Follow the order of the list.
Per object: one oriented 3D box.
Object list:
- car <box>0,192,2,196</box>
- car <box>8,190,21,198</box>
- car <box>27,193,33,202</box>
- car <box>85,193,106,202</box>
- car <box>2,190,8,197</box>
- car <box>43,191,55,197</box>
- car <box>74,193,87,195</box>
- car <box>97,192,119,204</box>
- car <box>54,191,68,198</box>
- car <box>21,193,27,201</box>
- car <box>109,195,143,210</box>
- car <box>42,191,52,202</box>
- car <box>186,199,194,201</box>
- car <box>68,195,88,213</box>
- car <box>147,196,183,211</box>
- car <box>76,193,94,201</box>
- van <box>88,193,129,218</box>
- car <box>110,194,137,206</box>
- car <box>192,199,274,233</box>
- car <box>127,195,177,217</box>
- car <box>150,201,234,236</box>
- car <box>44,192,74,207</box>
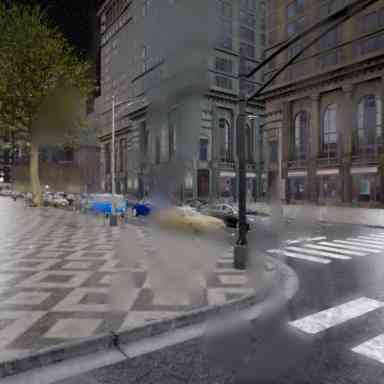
[{"bbox_3d":[-45.645,0.254,82.186,1.967,1.590,4.097,1,0,-35],"label":"car"},{"bbox_3d":[-35.922,0.483,68.420,1.967,1.590,4.097,1,0,-35],"label":"car"},{"bbox_3d":[-22.961,0.911,50.068,2.008,1.369,4.403,1,0,-35],"label":"car"},{"bbox_3d":[-16.001,0.910,54.991,2.008,1.369,4.403,1,0,-35],"label":"car"},{"bbox_3d":[-42.404,0.330,77.597,1.967,1.590,4.097,1,0,-35],"label":"car"},{"bbox_3d":[-35.445,0.472,82.518,1.802,1.307,4.206,1,0,-35],"label":"car"},{"bbox_3d":[-14.843,1.014,43.251,1.837,1.490,4.892,0,1,-35],"label":"car"},{"bbox_3d":[-12.759,0.881,50.403,1.967,1.590,4.097,1,0,-35],"label":"car"},{"bbox_3d":[-28.963,0.588,73.342,1.887,1.381,4.507,1,0,-35],"label":"car"},{"bbox_3d":[-26.202,0.830,54.656,2.008,1.369,4.403,1,0,-35],"label":"car"},{"bbox_3d":[-7.720,1.113,38.632,2.128,1.511,4.902,0,1,-35],"label":"car"},{"bbox_3d":[-19.720,0.992,45.480,2.008,1.369,4.403,1,0,-35],"label":"car"},{"bbox_3d":[0.202,1.315,32.048,1.947,1.339,4.313,1,0,-35],"label":"car"},{"bbox_3d":[-9.997,1.230,31.711,2.008,1.369,4.403,1,0,-35],"label":"car"},{"bbox_3d":[-3.037,1.224,36.636,1.887,1.381,4.507,1,0,-35],"label":"car"},{"bbox_3d":[-19.242,0.861,59.579,1.802,1.307,4.206,1,0,-35],"label":"car"},{"bbox_3d":[-6.755,1.091,27.122,1.690,1.788,3.998,1,0,-35],"label":"van"},{"bbox_3d":[-9.520,1.074,45.815,2.008,1.369,4.403,1,0,-35],"label":"car"},{"bbox_3d":[2.385,1.371,18.789,2.128,1.511,4.902,0,1,-36],"label":"car"},{"bbox_3d":[-3.057,1.258,26.485,1.882,1.535,5.008,0,1,-35],"label":"car"},{"bbox_3d":[-0.176,1.398,17.802,1.752,1.417,4.829,1,0,-35],"label":"car"},{"bbox_3d":[-16.382,1.051,40.753,1.752,1.417,4.829,1,0,-35],"label":"car"}]
